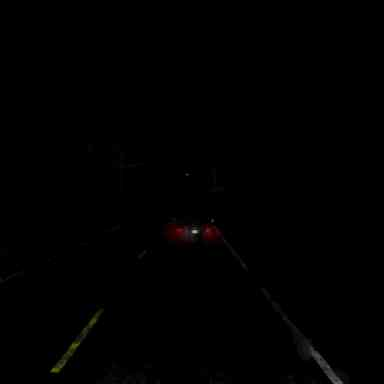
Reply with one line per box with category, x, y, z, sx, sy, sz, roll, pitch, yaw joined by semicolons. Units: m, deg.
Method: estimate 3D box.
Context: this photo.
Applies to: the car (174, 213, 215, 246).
car;0.101;1.707;16.126;2.033;1.411;5.357;0;-1;0
